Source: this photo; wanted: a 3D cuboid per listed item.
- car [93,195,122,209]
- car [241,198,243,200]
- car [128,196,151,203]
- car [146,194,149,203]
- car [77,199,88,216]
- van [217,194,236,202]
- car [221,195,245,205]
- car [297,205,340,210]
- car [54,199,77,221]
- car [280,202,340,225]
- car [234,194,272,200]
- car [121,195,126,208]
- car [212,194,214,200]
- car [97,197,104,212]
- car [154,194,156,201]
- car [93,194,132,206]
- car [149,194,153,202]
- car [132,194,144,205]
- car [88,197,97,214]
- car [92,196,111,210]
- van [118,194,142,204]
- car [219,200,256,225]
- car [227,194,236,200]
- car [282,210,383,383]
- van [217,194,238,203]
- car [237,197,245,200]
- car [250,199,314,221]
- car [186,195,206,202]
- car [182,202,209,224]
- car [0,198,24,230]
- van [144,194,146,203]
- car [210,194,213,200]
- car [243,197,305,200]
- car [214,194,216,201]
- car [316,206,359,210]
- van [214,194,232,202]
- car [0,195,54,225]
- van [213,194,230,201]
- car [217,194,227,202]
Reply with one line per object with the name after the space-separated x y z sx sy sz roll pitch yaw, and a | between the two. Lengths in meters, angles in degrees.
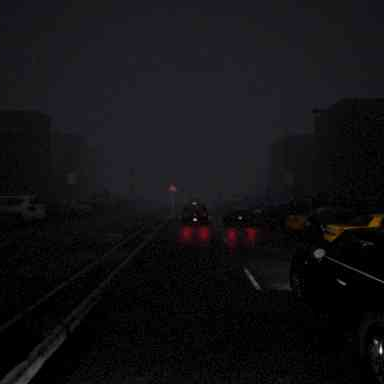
-12.405 1.573 44.156 5.008 1.535 2.097 0 0 0 | car
7.804 1.595 34.769 4.674 1.452 2.002 0 0 0 | car
-12.229 1.658 77.510 5.008 1.535 2.097 0 0 0 | car
-12.265 1.687 71.951 4.674 1.452 2.002 0 0 0 | car
-12.472 1.556 30.268 4.792 1.488 2.163 0 0 0 | car
8.107 1.464 78.895 4.442 1.987 1.878 0 0 0 | van
7.964 1.541 64.982 4.553 1.767 2.185 0 0 0 | car
7.756 1.519 15.470 4.792 1.488 2.163 0 0 0 | car
-12.495 1.547 27.490 4.792 1.488 2.163 0 0 0 | car
7.923 1.492 18.228 5.366 1.575 1.946 0 0 0 | car
7.799 1.457 40.286 4.553 1.767 2.185 0 0 0 | car
-12.380 1.582 46.936 4.892 1.521 2.231 0 0 0 | car
8.000 1.735 81.652 4.674 1.452 2.002 0 0 0 | car
-12.485 1.574 35.826 4.792 1.488 2.163 0 0 0 | car
-12.203 1.670 83.070 5.008 1.535 2.097 0 0 0 | car
-12.344 1.339 49.716 5.566 2.045 2.435 0 0 0 | car
-12.063 1.649 74.730 5.366 1.575 1.946 0 0 0 | car
-12.297 1.629 63.613 4.892 1.521 2.231 0 0 0 | car
-12.664 1.532 33.049 5.366 1.575 1.946 0 0 0 | car
-12.440 1.554 38.481 5.008 1.535 2.097 0 0 0 | car
-12.407 1.408 66.394 4.442 1.987 1.878 0 0 0 | van
3.224 1.558 24.526 1.812 1.442 4.674 0 0 0 | car
7.813 1.343 43.044 5.566 2.045 2.435 0 0 0 | car
3.130 1.351 5.269 2.097 1.767 4.553 0 0 0 | car
7.851 1.456 73.381 4.442 1.987 1.878 0 0 0 | van
7.816 1.610 37.658 4.674 1.452 2.002 0 0 0 | car
7.787 1.570 29.255 4.674 1.452 2.002 0 0 0 | car
0.297 1.460 41.868 2.097 1.767 4.553 0 0 0 | car
0.228 1.636 25.190 1.895 1.301 4.718 0 0 0 | car
-12.623 1.373 19.118 4.553 1.767 2.185 0 0 0 | car
-12.393 1.415 69.173 4.442 1.987 1.878 0 0 0 | van
7.828 1.697 84.410 5.366 1.575 1.946 0 0 0 | car
7.790 1.543 32.013 5.008 1.535 2.097 0 0 0 | car
7.985 1.426 70.622 5.566 2.045 2.435 0 0 0 | car
7.900 1.481 12.713 5.366 1.575 1.946 0 0 0 | car
8.142 1.480 87.168 4.442 1.987 1.878 0 0 0 | van
-12.596 1.253 21.931 5.566 2.045 2.435 0 0 0 | car
8.165 1.496 92.681 4.442 1.987 1.878 0 0 0 | van
7.950 1.410 62.348 5.566 2.045 2.435 0 0 0 | car
